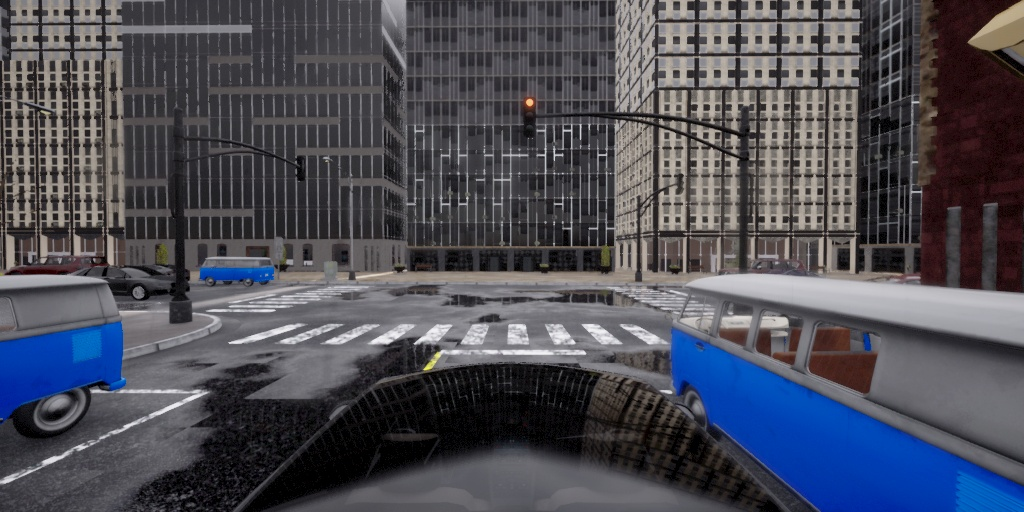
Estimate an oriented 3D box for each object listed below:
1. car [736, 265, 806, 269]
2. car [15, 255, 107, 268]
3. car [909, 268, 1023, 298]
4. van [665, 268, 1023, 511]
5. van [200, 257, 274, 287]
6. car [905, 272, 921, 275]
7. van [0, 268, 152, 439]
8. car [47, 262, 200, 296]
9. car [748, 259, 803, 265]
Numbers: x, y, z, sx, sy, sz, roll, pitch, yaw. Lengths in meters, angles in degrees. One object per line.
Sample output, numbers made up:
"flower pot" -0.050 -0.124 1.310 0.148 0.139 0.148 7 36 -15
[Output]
"car" 14.797 1.372 19.443 4.181 1.385 1.994 0 1 1
"car" -28.145 0.874 22.421 5.009 1.841 2.192 0 0 1
"car" 25.262 1.412 19.351 5.357 1.411 2.033 0 1 0
"van" 2.690 1.090 2.736 1.690 1.789 3.998 0 0 0
"van" -17.100 0.951 22.324 3.998 1.789 1.690 0 0 1
"car" 15.213 1.437 13.661 4.507 1.381 1.888 0 0 1
"van" -5.690 1.090 2.789 1.690 1.789 3.998 0 0 0
"car" -17.722 1.193 16.527 4.892 1.490 1.837 0 1 1
"car" 15.288 1.089 22.040 5.009 1.841 2.192 0 0 1
